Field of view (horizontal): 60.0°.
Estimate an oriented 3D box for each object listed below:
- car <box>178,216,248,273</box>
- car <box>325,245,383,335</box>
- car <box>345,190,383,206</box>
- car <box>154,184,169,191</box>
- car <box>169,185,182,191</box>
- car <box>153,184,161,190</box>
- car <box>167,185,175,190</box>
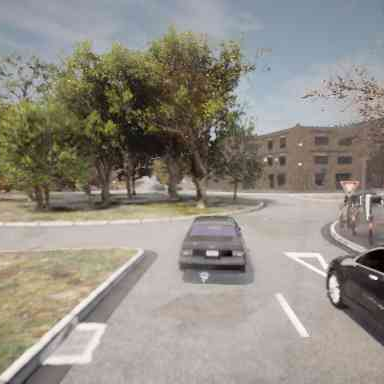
[{"bbox_3d":[0.713,1.462,10.468,2.033,1.411,5.357,0,1,5],"label":"car"},{"bbox_3d":[3.602,1.500,4.950,1.837,1.490,4.892,0,0,2],"label":"car"},{"bbox_3d":[16.743,0.598,32.062,4.892,1.490,1.837,-2,2,-33],"label":"car"},{"bbox_3d":[-6.609,-0.915,69.767,2.033,1.411,5.357,0,1,-11],"label":"car"},{"bbox_3d":[-3.363,-0.881,70.106,1.895,1.301,4.718,0,1,-11],"label":"car"},{"bbox_3d":[-8.320,-1.145,80.099,1.837,1.490,4.892,0,1,-6],"label":"car"},{"bbox_3d":[-5.054,-1.060,80.166,1.895,1.301,4.718,0,1,-6],"label":"car"}]
